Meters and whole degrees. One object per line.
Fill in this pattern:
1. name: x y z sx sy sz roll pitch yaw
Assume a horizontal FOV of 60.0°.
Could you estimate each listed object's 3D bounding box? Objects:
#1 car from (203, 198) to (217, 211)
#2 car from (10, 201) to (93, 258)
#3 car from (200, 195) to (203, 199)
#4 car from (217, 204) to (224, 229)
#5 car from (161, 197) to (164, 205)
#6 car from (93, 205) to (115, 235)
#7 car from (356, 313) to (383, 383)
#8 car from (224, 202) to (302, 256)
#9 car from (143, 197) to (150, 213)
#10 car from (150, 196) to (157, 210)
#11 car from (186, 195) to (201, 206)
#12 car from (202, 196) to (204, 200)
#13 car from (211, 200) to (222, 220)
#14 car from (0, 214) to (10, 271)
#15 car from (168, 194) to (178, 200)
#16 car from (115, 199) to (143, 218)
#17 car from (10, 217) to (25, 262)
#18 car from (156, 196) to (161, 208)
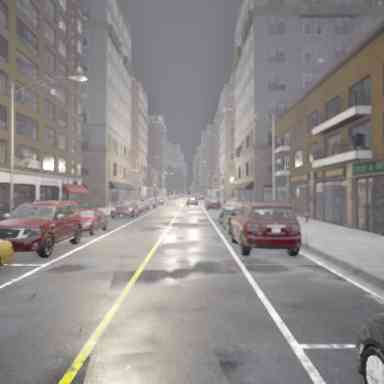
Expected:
1. car: 2.708 1.545 40.465 1.887 1.381 4.507 0 0 0
2. car: -5.838 1.310 12.998 2.192 1.841 5.009 1 0 0
3. car: 2.715 1.560 51.448 2.008 1.369 4.403 0 0 0
4. car: 2.693 1.560 18.500 1.947 1.339 4.313 0 0 0
5. car: -5.806 1.456 56.942 1.967 1.590 4.097 0 0 0
6. car: -5.836 1.577 18.492 1.802 1.307 4.206 1 0 0
7. car: 2.683 1.549 2.026 2.008 1.369 4.403 1 0 0
8. car: 2.692 1.310 13.008 2.192 1.841 5.009 0 0 0
9. car: -5.824 1.524 34.800 1.752 1.417 4.829 0 0 0
10. car: -5.819 1.552 40.463 2.008 1.369 4.403 0 0 0
11. car: 0.044 1.578 55.133 1.994 1.385 4.181 0 0 0
12. car: 2.711 1.549 45.957 1.887 1.381 4.507 0 0 0
13. car: 2.697 1.545 23.991 2.008 1.369 4.403 0 0 0
14. car: -3.079 1.220 0.814 2.150 2.045 5.566 0 0 0
15. car: -5.913 1.627 95.304 2.008 1.369 4.403 0 0 0
16. car: -5.827 1.436 29.477 1.967 1.590 4.097 0 0 0
17. car: -5.844 1.522 7.336 1.752 1.417 4.829 1 0 0
18. car: -5.814 1.446 45.956 1.967 1.590 4.097 0 0 0
